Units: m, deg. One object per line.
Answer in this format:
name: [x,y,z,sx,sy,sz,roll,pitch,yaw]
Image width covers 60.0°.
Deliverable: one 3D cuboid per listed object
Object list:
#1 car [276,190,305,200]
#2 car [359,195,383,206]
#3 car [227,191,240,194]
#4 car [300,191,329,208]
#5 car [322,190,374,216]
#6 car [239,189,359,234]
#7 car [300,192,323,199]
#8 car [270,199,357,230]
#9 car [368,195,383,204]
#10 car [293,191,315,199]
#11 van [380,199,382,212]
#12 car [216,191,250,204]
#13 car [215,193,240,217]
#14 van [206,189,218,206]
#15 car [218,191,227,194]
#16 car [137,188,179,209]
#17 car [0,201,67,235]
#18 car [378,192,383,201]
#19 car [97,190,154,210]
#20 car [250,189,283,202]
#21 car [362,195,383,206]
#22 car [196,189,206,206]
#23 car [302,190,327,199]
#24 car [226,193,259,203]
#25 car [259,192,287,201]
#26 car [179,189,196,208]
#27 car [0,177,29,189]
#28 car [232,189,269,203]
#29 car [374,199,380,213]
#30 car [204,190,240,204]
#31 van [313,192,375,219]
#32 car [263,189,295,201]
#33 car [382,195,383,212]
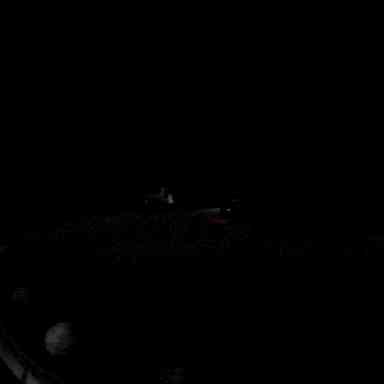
car: [19.932,0.578,67.612,5.566,2.045,2.435,1,0,15]
car: [27.956,1.321,49.706,5.008,1.535,2.097,2,1,15]
car: [6.342,1.007,38.353,2.128,1.511,4.902,2,1,36]
car: [15.843,0.885,42.818,2.150,2.045,5.566,2,1,35]
car: [9.096,1.067,23.166,5.566,2.045,2.435,2,2,15]
car: [5.726,1.067,18.342,5.566,2.045,2.435,2,1,15]
car: [28.643,0.829,79.944,4.892,1.521,2.231,1,0,15]
car: [7.375,1.347,20.749,4.792,1.488,2.163,2,2,15]
car: [33.126,1.351,56.946,4.792,1.488,2.163,2,1,15]
car: [25.121,0.702,75.022,4.553,1.767,2.185,1,0,15]
van: [14.377,1.100,30.375,4.442,1.987,1.878,2,1,15]
car: [5.933,0.705,47.892,4.553,1.767,2.185,1,1,15]
car: [4.100,1.138,26.281,1.882,1.535,5.008,2,1,35]
van: [0.544,0.602,40.537,4.442,1.987,1.878,1,1,15]
car: [2.399,0.831,42.982,4.892,1.521,2.231,1,0,15]
car: [-4.619,0.576,33.113,5.566,2.045,2.435,1,1,15]
car: [-8.188,1.143,15.874,1.895,1.301,4.718,2,1,15]
car: [43.413,1.069,71.416,5.566,2.045,2.435,2,1,15]
car: [-6.372,0.856,30.649,4.792,1.488,2.163,1,1,16]
car: [12.935,0.579,57.746,5.566,2.045,2.435,1,0,15]
car: [29.852,1.325,52.081,5.366,1.575,1.946,2,1,15]
car: [-1.123,0.703,38.062,4.553,1.767,2.185,1,0,15]
car: [30.373,0.576,82.400,5.566,2.045,2.435,1,1,15]
car: [7.682,0.860,50.359,4.792,1.488,2.163,1,0,15]
car: [14.658,0.831,60.211,4.892,1.521,2.231,1,1,15]
car: [-2.813,0.577,35.585,5.566,2.045,2.435,1,0,15]
car: [-16.248,-0.597,28.618,1.895,1.301,4.718,2,5,33]
car: [9.377,0.579,52.837,5.566,2.045,2.435,1,1,15]
car: [10.810,1.067,25.578,5.566,2.045,2.435,2,2,15]
car: [4.186,0.705,45.417,4.553,1.767,2.185,1,1,15]
van: [12.663,1.099,27.963,4.442,1.987,1.878,2,1,15]
car: [16.375,0.578,62.697,5.566,2.045,2.435,1,1,15]
car: [17.677,1.323,35.228,4.892,1.521,2.231,2,1,15]
